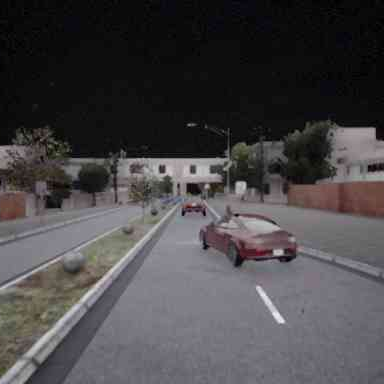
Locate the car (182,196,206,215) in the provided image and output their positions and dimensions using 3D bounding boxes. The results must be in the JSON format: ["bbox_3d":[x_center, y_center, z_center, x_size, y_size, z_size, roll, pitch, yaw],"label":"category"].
[{"bbox_3d":[0.154,1.109,30.355,2.097,1.767,4.553,0,0,0],"label":"car"}]

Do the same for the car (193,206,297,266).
[{"bbox_3d":[1.685,1.432,11.179,1.812,1.442,4.674,0,1,-16],"label":"car"}]
